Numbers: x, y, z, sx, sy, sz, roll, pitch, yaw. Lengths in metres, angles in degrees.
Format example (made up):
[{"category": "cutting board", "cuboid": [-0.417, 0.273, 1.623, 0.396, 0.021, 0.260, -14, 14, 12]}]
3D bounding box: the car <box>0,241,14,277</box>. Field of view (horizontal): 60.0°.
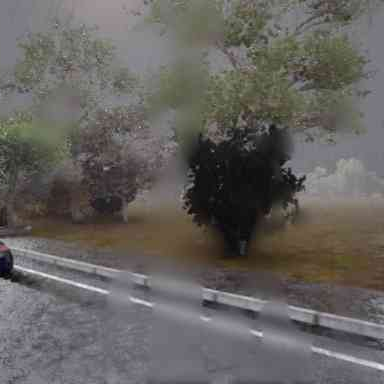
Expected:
[{"category": "car", "cuboid": [-6.682, 1.568, 9.089, 4.181, 1.385, 1.994, 0, 0, 38]}]
